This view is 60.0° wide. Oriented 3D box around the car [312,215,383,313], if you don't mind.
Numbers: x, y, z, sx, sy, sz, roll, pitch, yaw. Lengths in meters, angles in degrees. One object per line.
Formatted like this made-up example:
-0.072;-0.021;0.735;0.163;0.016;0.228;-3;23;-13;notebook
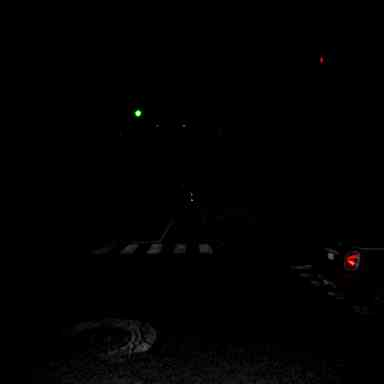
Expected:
5.113;1.368;7.199;4.553;1.767;2.097;-1;-2;-1;car
